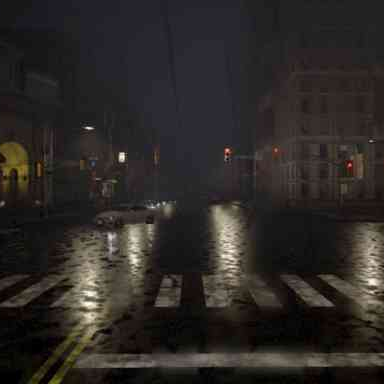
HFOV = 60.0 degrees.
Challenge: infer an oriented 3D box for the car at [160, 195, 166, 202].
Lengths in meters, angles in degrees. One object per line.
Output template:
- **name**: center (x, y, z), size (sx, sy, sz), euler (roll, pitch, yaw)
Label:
- **car**: center (-6.979, 1.491, 65.733), size (2.128, 1.511, 4.902), euler (0, 0, 1)

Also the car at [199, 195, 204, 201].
- **car**: center (3.319, 1.524, 85.422), size (1.812, 1.442, 4.674), euler (0, 0, 22)

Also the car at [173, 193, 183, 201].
- **car**: center (-3.966, 1.224, 85.950), size (2.150, 2.045, 5.566), euler (0, 0, 19)

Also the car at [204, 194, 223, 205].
- **car**: center (3.631, 1.491, 57.660), size (2.128, 1.511, 4.902), euler (0, 0, 0)

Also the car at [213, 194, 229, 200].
- **car**: center (8.270, 1.466, 94.411), size (1.882, 1.535, 5.008), euler (0, 0, 38)

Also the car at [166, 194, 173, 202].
- **car**: center (-6.440, 1.525, 75.886), size (2.128, 1.511, 4.902), euler (0, 0, 7)

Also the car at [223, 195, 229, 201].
- **car**: center (8.169, 1.500, 87.574), size (1.837, 1.490, 4.892), euler (0, 0, 28)

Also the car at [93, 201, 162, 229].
- **car**: center (-4.241, 1.526, 21.785), size (1.812, 1.442, 4.674), euler (-1, 0, 33)

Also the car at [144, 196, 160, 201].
- **car**: center (-7.013, 1.601, 56.096), size (1.895, 1.301, 4.718), euler (0, 0, 1)
